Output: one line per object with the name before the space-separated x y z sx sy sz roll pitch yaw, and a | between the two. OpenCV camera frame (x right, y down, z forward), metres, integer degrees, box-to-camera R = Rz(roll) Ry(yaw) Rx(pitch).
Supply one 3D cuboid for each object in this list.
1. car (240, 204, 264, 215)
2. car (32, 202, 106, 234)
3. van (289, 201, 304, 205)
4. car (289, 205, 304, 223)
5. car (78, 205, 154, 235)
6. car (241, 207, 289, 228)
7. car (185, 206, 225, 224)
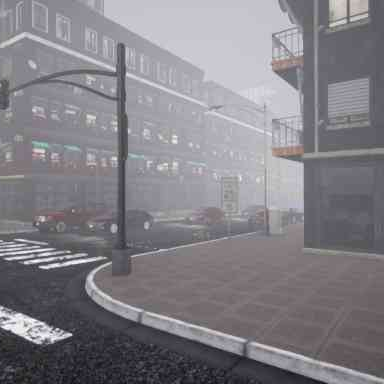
car | 7.297 2.188 38.259 1.837 1.490 4.892 0 -1 36
car | -7.619 1.603 21.620 2.192 1.841 5.009 -1 -2 35
van | 18.554 2.463 58.802 1.690 1.788 3.998 -2 -2 35
car | 9.057 2.120 30.803 2.008 1.369 4.403 -2 -2 35
car | -4.533 1.814 21.479 1.837 1.490 4.892 0 -1 35
car | 5.786 2.047 26.153 1.802 1.307 4.206 -2 -2 35
car | 1.322 2.019 29.782 1.812 1.442 4.674 0 -1 35
